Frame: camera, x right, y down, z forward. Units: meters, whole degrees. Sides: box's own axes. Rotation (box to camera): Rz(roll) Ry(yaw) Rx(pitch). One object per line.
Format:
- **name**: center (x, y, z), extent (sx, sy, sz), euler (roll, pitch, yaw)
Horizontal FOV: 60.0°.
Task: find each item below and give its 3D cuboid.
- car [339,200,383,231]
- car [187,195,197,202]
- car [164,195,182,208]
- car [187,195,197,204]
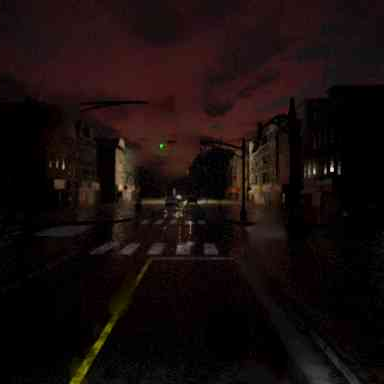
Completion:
- **car**: center (11.722, 1.379, 20.308), extent (5.009, 1.841, 2.192), euler (0, 0, 0)
- **car**: center (0.022, 1.440, 72.541), extent (1.994, 1.385, 4.181), euler (0, 0, 0)
- **car**: center (-2.822, 1.459, 46.970), extent (1.812, 1.442, 4.674), euler (0, 0, 0)
- **car**: center (0.019, 1.436, 62.124), extent (1.837, 1.490, 4.892), euler (0, 0, 0)
